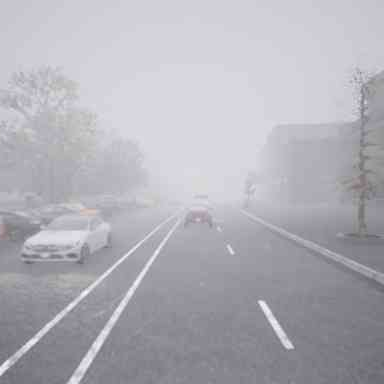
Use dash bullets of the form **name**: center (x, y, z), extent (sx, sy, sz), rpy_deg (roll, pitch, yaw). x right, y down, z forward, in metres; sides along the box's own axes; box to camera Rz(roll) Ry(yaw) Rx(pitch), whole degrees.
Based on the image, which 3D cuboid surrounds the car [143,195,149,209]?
- **car**: center (-8.329, 1.488, 41.897), extent (4.892, 1.521, 2.231), rpy_deg (-1, 0, -17)

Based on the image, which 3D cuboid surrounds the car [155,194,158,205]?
- **car**: center (-8.152, 1.467, 47.776), extent (5.366, 1.575, 1.946), rpy_deg (-1, 0, -17)

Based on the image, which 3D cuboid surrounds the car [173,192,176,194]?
- **car**: center (-6.354, 1.314, 71.542), extent (5.366, 1.575, 1.946), rpy_deg (-1, 0, -17)

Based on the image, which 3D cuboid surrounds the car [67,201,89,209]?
- **car**: center (-9.179, 1.544, 21.115), extent (4.674, 1.452, 2.002), rpy_deg (-1, 0, -19)

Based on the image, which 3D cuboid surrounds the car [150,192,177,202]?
- **car**: center (-6.319, 1.045, 74.440), extent (5.566, 2.045, 2.435), rpy_deg (-1, 0, -16)

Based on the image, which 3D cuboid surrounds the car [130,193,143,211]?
- **car**: center (-8.453, 1.368, 38.936), extent (4.553, 1.767, 2.185), rpy_deg (-1, 0, -17)

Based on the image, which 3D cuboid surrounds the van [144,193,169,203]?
- **van**: center (-6.997, 1.142, 65.525), extent (4.442, 1.987, 1.878), rpy_deg (-1, 1, -16)

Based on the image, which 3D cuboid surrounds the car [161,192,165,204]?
- **car**: center (-7.459, 1.299, 56.692), extent (4.553, 1.767, 2.185), rpy_deg (-1, 0, -16)

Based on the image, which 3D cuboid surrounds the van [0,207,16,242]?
- **van**: center (-9.272, 1.264, 12.288), extent (4.442, 1.987, 1.878), rpy_deg (-1, 0, -19)

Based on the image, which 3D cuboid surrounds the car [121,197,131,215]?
- **car**: center (-8.765, 1.544, 32.994), extent (4.674, 1.452, 2.002), rpy_deg (-1, 0, -18)

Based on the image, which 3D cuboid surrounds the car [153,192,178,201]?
- **car**: center (-6.187, 1.022, 77.366), extent (5.566, 2.045, 2.435), rpy_deg (-1, 1, -16)

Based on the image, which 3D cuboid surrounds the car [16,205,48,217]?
- **car**: center (-9.324, 1.536, 15.215), extent (4.674, 1.452, 2.002), rpy_deg (-1, 0, -19)

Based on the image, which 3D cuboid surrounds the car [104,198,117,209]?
- **car**: center (-8.994, 1.507, 27.053), extent (5.008, 1.535, 2.097), rpy_deg (-1, 0, -18)

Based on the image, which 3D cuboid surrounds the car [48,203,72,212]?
- **car**: center (-9.240, 1.540, 18.168), extent (4.674, 1.452, 2.002), rpy_deg (0, -1, -18)

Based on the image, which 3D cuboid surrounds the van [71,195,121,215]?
- **van**: center (-9.001, 1.282, 29.983), extent (4.442, 1.987, 1.878), rpy_deg (-1, 0, -18)

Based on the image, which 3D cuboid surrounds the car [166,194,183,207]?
- **car**: center (-2.478, 1.482, 52.113), extent (1.812, 1.442, 4.674), rpy_deg (0, 0, 4)

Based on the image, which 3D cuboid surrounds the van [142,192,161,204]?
- **van**: center (-7.720, 1.216, 53.704), extent (4.442, 1.987, 1.878), rpy_deg (-1, 1, -16)

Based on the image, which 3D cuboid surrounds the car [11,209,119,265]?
- **car**: center (-4.149, 1.530, 11.794), extent (1.812, 1.442, 4.674), rpy_deg (0, 0, 1)

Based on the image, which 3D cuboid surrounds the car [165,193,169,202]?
- **car**: center (-7.255, 1.406, 59.661), extent (5.008, 1.535, 2.097), rpy_deg (-1, 0, -17)

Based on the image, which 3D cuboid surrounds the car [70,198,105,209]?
- **car**: center (-9.278, 1.506, 24.027), extent (5.366, 1.575, 1.946), rpy_deg (-1, 0, -19)

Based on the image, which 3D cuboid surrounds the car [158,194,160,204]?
- **car**: center (-7.818, 1.484, 50.777), extent (4.792, 1.488, 2.163), rpy_deg (-1, 0, -17)

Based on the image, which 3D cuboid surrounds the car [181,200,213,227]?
- **car**: center (0.453, 1.543, 22.942), extent (1.812, 1.442, 4.674), rpy_deg (0, 0, 2)

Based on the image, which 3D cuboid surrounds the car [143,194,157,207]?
- **car**: center (-7.975, 1.473, 44.919), extent (5.366, 1.575, 1.946), rpy_deg (-1, 0, -17)

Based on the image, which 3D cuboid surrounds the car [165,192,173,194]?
- **car**: center (-7.099, 1.136, 62.599), extent (5.566, 2.045, 2.435), rpy_deg (-1, 1, -17)

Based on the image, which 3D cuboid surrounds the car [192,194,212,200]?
- **car**: center (1.191, 1.221, 40.507), extent (2.150, 2.045, 5.566), rpy_deg (0, 0, 3)
